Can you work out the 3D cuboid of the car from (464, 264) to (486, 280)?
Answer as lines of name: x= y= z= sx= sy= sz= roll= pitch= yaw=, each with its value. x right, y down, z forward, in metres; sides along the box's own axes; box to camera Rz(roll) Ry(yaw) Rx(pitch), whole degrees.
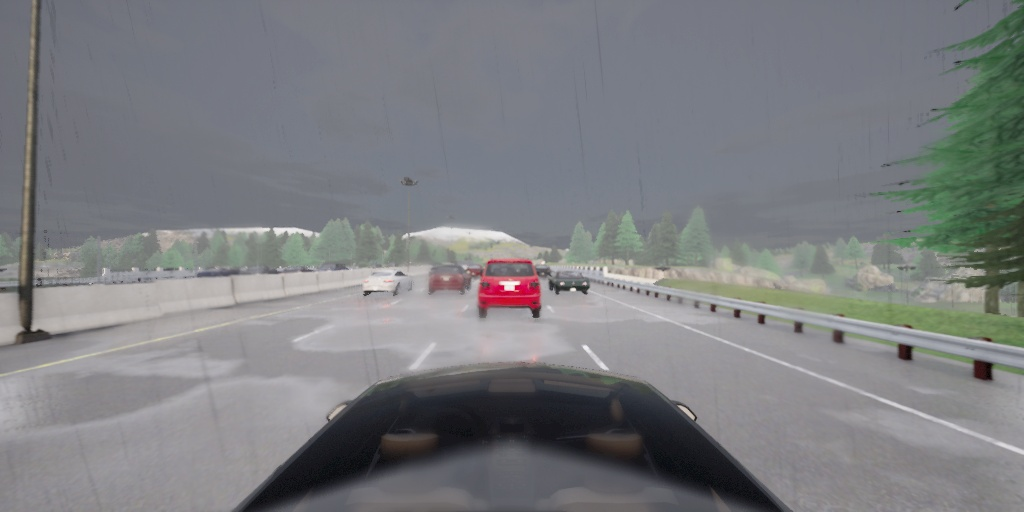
car: x=-3.929 y=1.651 z=38.535 sx=1.882 sy=1.535 sz=5.008 roll=0 pitch=-1 yaw=-1

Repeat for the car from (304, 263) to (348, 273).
car: x=-18.082 y=1.511 z=35.614 sx=2.097 sy=1.767 sz=4.553 roll=0 pitch=-1 yaw=-1

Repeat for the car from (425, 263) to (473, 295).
car: x=-3.693 y=1.338 z=22.073 sx=2.097 sy=1.767 sz=4.553 roll=0 pitch=-1 yaw=-1

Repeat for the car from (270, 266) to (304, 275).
car: x=-21.586 y=1.731 z=35.871 sx=1.994 sy=1.385 sz=4.181 roll=0 pitch=-1 yaw=-1

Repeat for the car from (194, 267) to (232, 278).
car: x=-28.582 y=1.773 z=35.483 sx=1.895 sy=1.301 sz=4.718 roll=0 pitch=-1 yaw=-1

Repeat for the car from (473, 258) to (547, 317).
car: x=-0.089 y=1.113 z=13.996 sx=2.150 sy=2.045 sz=5.566 roll=0 pitch=0 yaw=0

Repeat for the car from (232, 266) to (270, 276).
car: x=-25.085 y=1.734 z=35.779 sx=1.994 sy=1.385 sz=4.181 roll=0 pitch=-1 yaw=-1

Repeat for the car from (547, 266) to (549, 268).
car: x=3.072 y=1.641 z=38.529 sx=1.882 sy=1.535 sz=5.008 roll=0 pitch=-1 yaw=-1

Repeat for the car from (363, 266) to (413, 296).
car: x=-7.185 y=1.505 z=21.053 sx=1.812 sy=1.442 sz=4.674 roll=0 pitch=-1 yaw=-1

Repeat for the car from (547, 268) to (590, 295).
car: x=3.314 y=1.575 z=21.796 sx=1.895 sy=1.301 sz=4.718 roll=0 pitch=-1 yaw=-1
